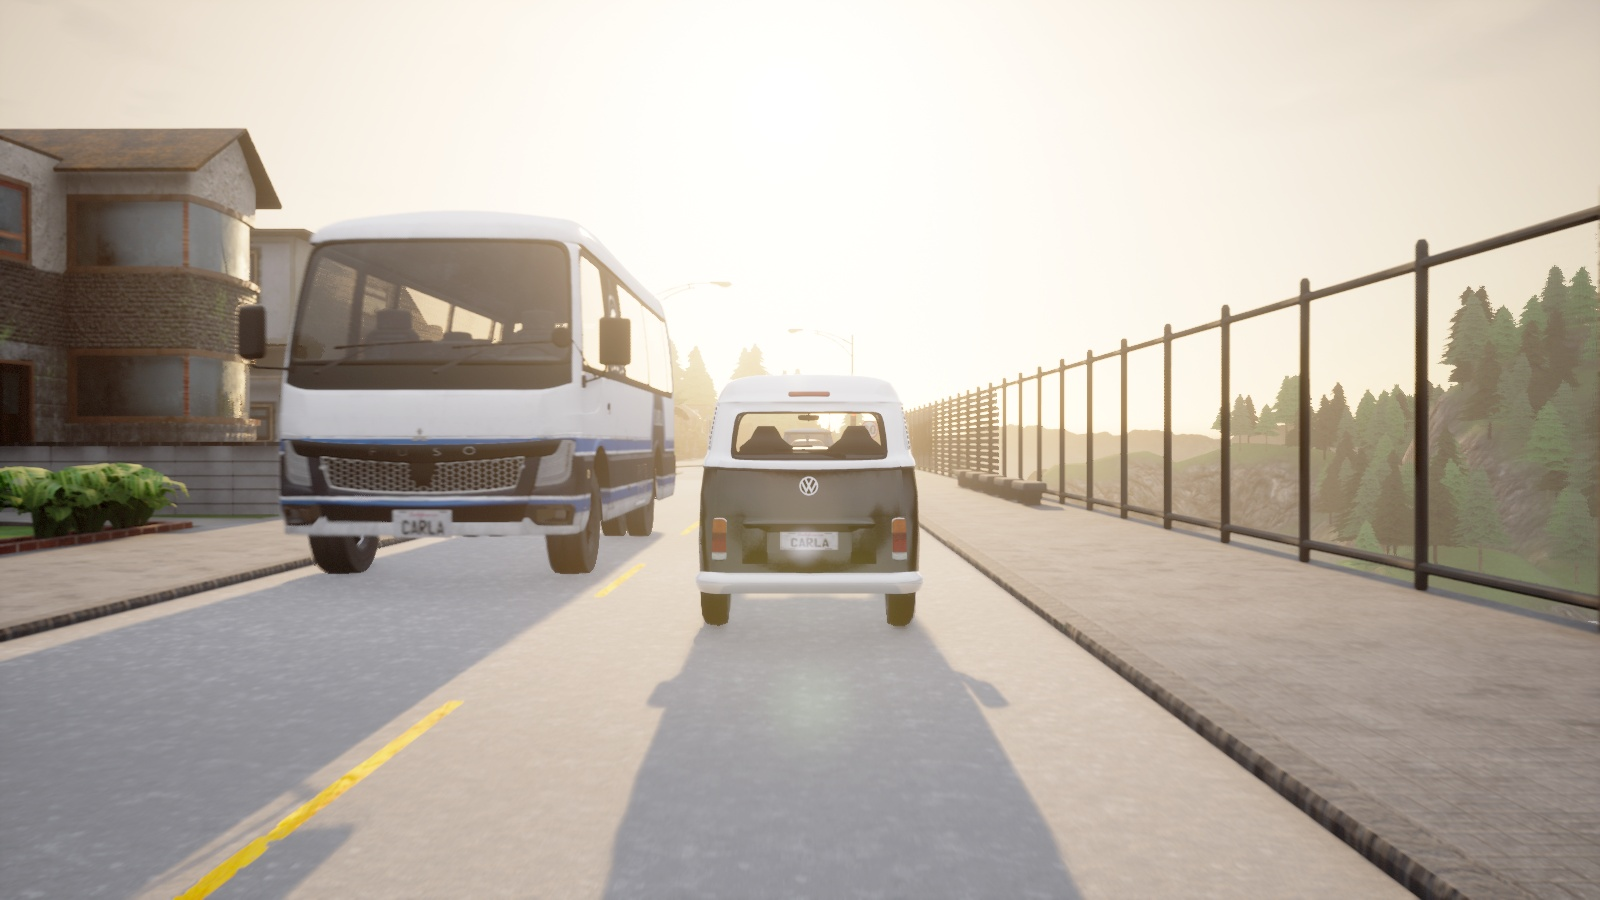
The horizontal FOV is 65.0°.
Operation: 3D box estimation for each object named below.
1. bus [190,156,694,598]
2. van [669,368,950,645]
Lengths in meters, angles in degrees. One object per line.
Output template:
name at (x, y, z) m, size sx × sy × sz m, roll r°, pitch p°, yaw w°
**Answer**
bus at (-3.886, -0.730, 17.247) m, size 3.944 × 4.253 × 10.273 m, roll 0°, pitch 0°, yaw 0°
van at (0.081, 0.405, 11.505) m, size 2.069 × 2.038 × 4.480 m, roll 0°, pitch 0°, yaw 0°
